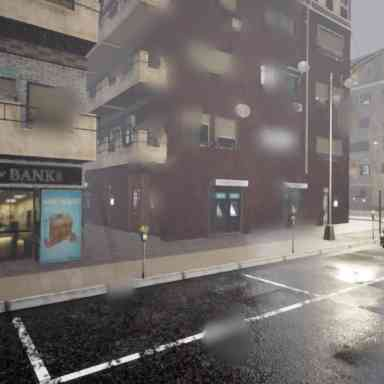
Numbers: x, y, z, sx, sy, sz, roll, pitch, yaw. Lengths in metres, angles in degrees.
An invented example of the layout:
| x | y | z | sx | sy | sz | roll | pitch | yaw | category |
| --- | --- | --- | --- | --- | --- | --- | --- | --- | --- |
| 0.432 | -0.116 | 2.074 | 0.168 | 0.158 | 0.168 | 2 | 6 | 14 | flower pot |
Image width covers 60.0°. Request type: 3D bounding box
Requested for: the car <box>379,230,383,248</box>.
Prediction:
| x | y | z | sx | sy | sz | roll | pitch | yaw | category |
| --- | --- | --- | --- | --- | --- | --- | --- | --- | --- |
| 9.116 | 1.554 | 13.164 | 4.403 | 1.369 | 2.008 | 0 | 1 | -35 | car |
